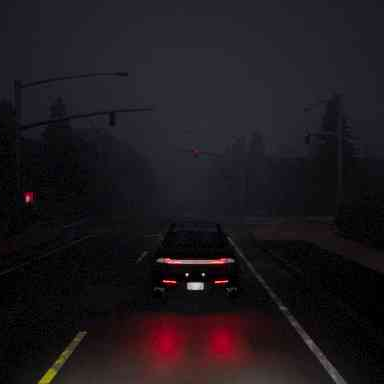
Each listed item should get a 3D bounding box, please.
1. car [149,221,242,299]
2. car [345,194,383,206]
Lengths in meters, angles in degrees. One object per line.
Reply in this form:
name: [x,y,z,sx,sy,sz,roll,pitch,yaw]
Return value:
car: [0.084,1.492,8.444,2.128,1.511,4.902,0,0,0]
car: [15.881,1.202,28.964,5.566,2.045,2.150,0,0,-8]
